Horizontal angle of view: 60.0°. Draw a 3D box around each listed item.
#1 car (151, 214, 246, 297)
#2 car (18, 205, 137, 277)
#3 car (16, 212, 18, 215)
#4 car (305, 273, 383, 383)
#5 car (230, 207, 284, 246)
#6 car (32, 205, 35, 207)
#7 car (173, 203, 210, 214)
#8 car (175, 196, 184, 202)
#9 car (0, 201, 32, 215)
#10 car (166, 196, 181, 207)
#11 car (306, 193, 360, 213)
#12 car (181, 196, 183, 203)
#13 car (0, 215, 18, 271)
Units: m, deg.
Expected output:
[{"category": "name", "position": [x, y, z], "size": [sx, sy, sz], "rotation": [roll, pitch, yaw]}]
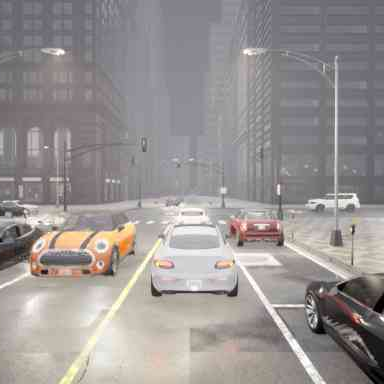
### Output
[{"category": "car", "position": [0.068, 1.526, 8.462], "size": [1.812, 1.442, 4.674], "rotation": [0, 0, 1]}, {"category": "car", "position": [-3.059, 1.353, 10.289], "size": [2.097, 1.767, 4.553], "rotation": [0, 0, 0]}, {"category": "car", "position": [-5.755, 1.552, 15.128], "size": [2.008, 1.369, 4.403], "rotation": [0, 0, 0]}, {"category": "car", "position": [2.764, 1.566, 3.852], "size": [1.947, 1.339, 4.313], "rotation": [0, 0, 0]}, {"category": "car", "position": [2.770, 1.441, 15.124], "size": [1.967, 1.590, 4.097], "rotation": [0, 0, 0]}, {"category": "car", "position": [-17.624, 1.581, 33.221], "size": [4.674, 1.442, 1.812], "rotation": [0, 0, 3]}, {"category": "car", "position": [0.013, 1.528, 17.563], "size": [1.812, 1.442, 4.674], "rotation": [0, 0, 0]}, {"category": "car", "position": [-3.031, 1.612, 80.330], "size": [1.994, 1.385, 4.181], "rotation": [0, 0, 0]}, {"category": "car", "position": [-17.617, 1.549, 29.968], "size": [5.008, 1.535, 1.882], "rotation": [0, 0, -1]}, {"category": "car", "position": [-3.011, 1.547, 51.416], "size": [1.812, 1.442, 4.674], "rotation": [0, 0, 0]}, {"category": "car", "position": [15.516, 1.179, 36.726], "size": [5.566, 2.045, 2.150], "rotation": [0, 0, 0]}, {"category": "car", "position": [-3.030, 1.535, 60.590], "size": [1.837, 1.490, 4.892], "rotation": [0, 0, 0]}, {"category": "car", "position": [-5.758, 1.566, 9.491], "size": [1.947, 1.339, 4.313], "rotation": [0, 0, 0]}]
